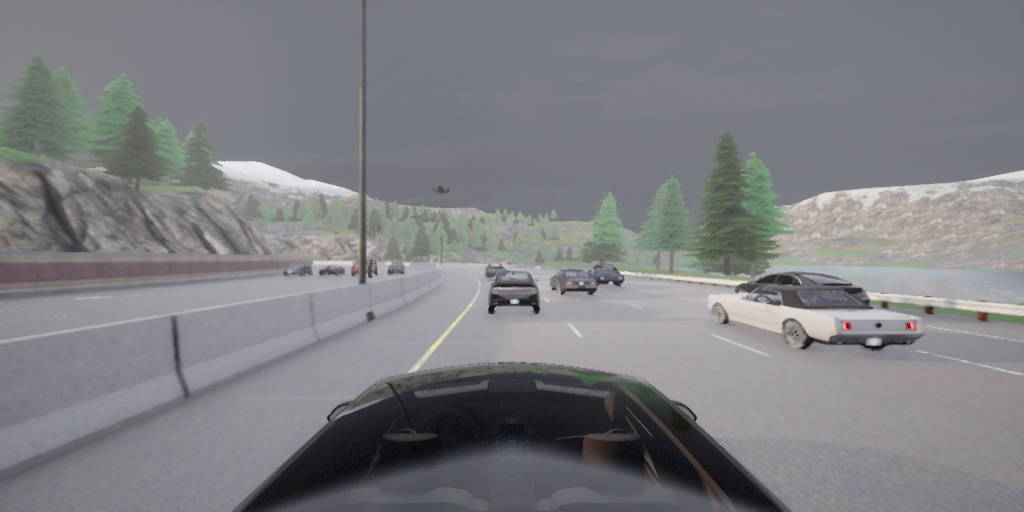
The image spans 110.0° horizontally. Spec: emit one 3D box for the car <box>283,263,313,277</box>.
[{"bbox_3d":[-24.098,1.550,40.514,2.128,1.511,4.902,0,0,-12],"label":"car"}]

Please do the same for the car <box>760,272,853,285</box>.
[{"bbox_3d":[10.568,1.352,13.606,1.837,1.490,4.892,0,0,-1],"label":"car"}]

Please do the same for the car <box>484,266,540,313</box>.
[{"bbox_3d":[0.048,1.345,14.587,2.128,1.511,4.902,0,0,-1],"label":"car"}]

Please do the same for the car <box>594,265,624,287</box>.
[{"bbox_3d":[6.470,1.549,26.398,1.895,1.301,4.718,0,0,-5],"label":"car"}]

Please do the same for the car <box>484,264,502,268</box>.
[{"bbox_3d":[-1.825,1.523,36.831,2.128,1.511,4.902,0,0,-9],"label":"car"}]

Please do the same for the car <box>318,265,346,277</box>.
[{"bbox_3d":[-20.657,1.667,41.277,1.895,1.301,4.718,0,0,-12],"label":"car"}]

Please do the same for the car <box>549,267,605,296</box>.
[{"bbox_3d":[3.372,1.449,20.606,2.033,1.411,5.357,0,0,-3],"label":"car"}]

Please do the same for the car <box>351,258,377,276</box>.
[{"bbox_3d":[-17.270,1.294,42.141,2.150,2.045,5.566,0,0,-12],"label":"car"}]

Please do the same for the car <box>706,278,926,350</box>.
[{"bbox_3d":[7.098,1.412,9.250,1.895,1.301,4.718,0,0,0],"label":"car"}]

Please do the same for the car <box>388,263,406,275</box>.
[{"bbox_3d":[-14.235,1.599,44.586,1.837,1.490,4.892,0,-1,-12],"label":"car"}]
